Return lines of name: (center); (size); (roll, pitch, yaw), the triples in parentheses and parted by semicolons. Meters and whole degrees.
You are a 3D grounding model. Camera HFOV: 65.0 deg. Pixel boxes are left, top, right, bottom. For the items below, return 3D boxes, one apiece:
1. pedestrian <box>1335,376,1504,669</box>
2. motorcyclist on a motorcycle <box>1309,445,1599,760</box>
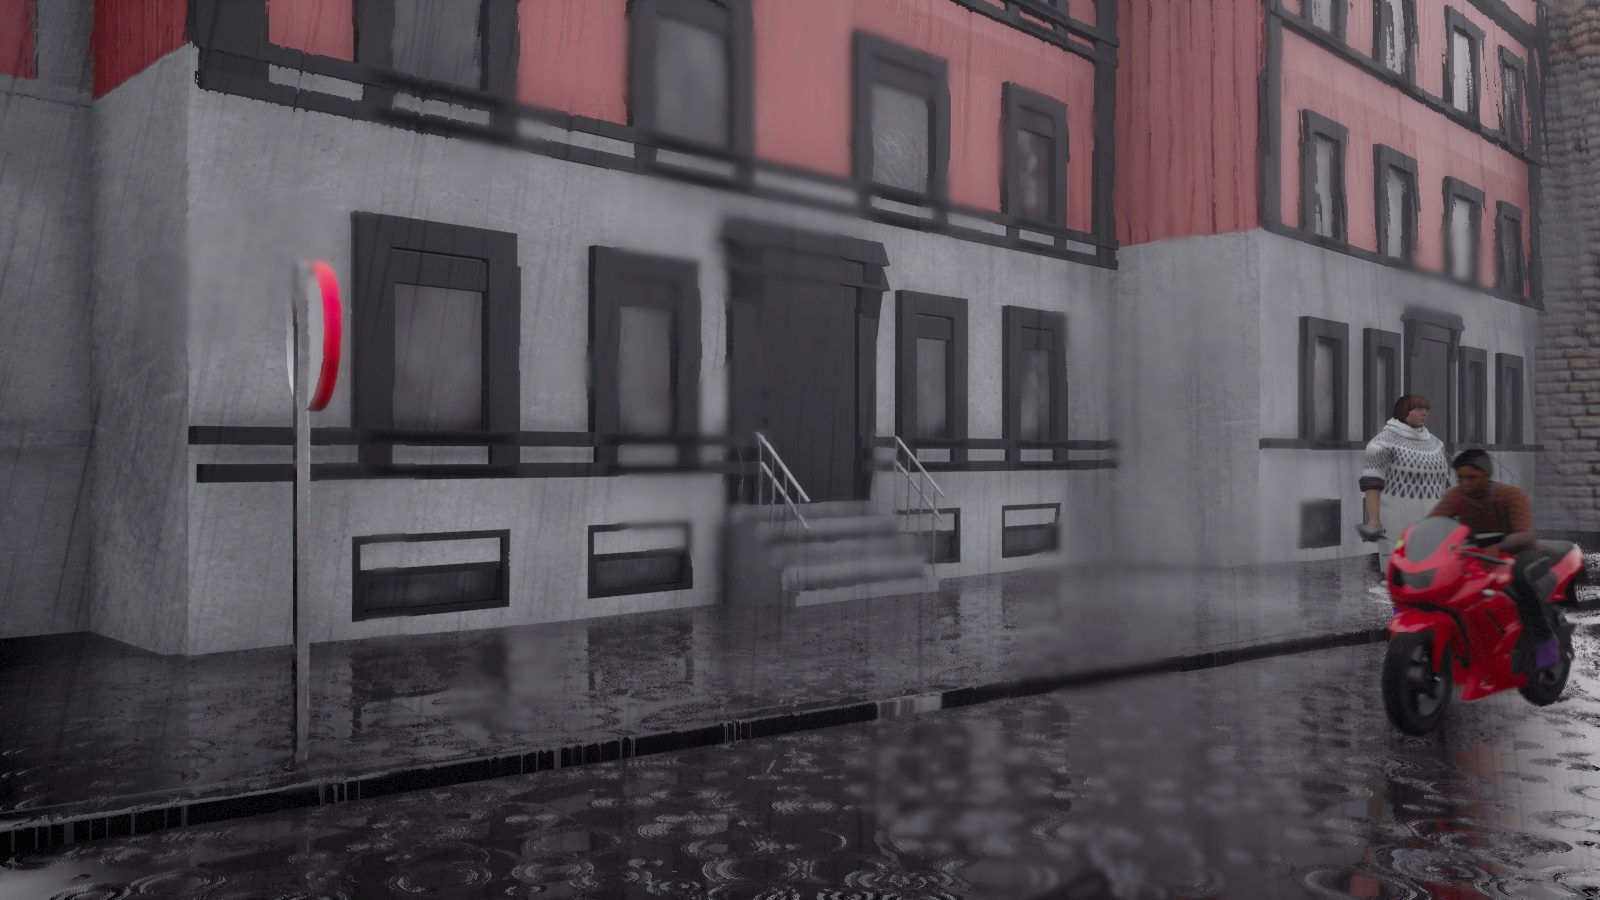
pedestrian: (4.354, 0.482, 8.872); (0.659, 1.952, 0.873); (0, 0, -14)
motorcyclist on a motorcycle: (3.787, 0.736, 6.989); (2.044, 1.523, 0.797); (0, 0, -36)
